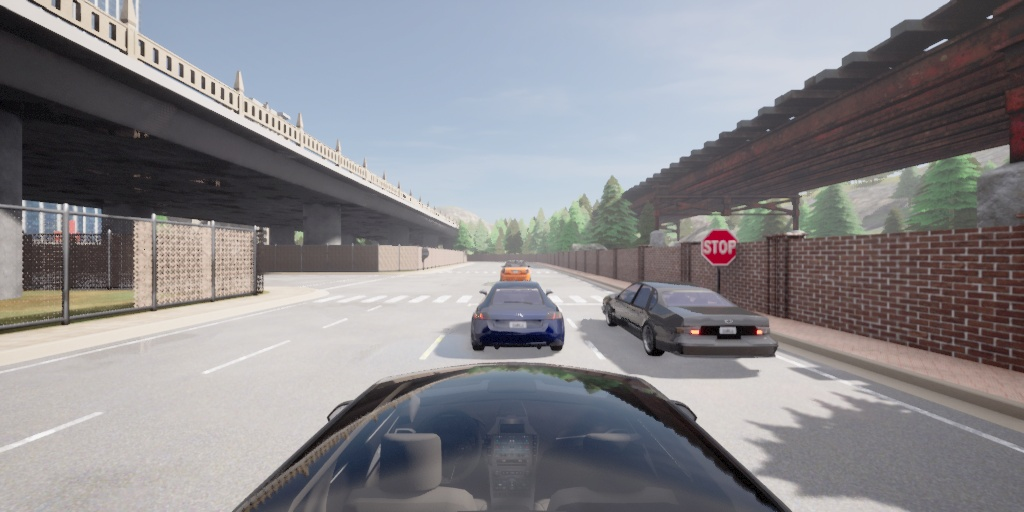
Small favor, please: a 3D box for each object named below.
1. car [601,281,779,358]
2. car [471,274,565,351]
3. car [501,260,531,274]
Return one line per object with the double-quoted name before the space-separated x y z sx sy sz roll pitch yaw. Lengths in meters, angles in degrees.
"car" 3.615 1.296 8.513 2.033 1.411 5.357 0 0 0
"car" 0.116 1.312 8.993 1.994 1.385 4.181 0 0 0
"car" 0.268 1.095 26.308 2.097 1.767 4.553 0 0 1
